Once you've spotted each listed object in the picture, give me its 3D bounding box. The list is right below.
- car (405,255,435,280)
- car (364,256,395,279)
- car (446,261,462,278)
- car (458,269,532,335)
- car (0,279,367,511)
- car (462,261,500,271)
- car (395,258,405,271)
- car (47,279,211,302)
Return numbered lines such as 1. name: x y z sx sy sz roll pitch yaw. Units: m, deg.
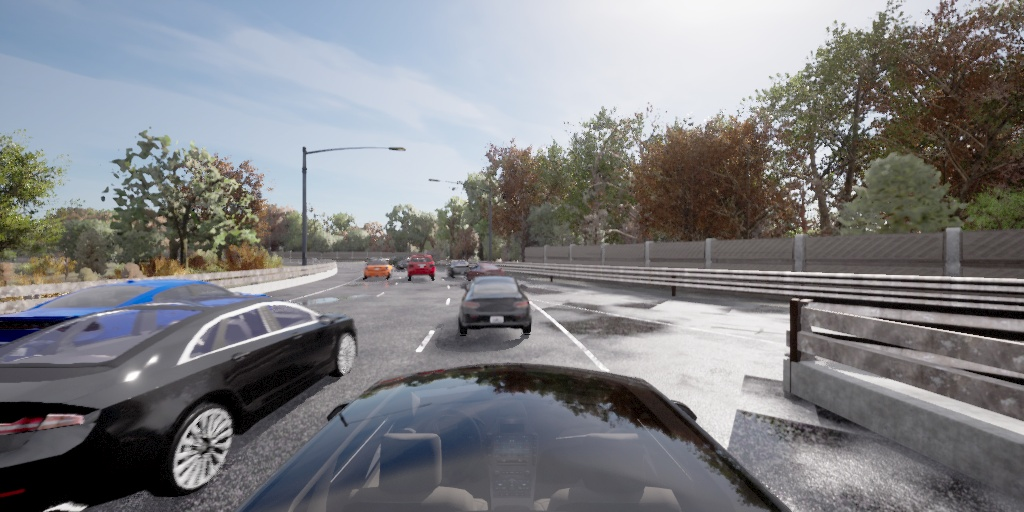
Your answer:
1. car: -7.983 0.965 31.307 2.150 2.045 5.566 0 0 -16
2. car: -11.849 1.095 31.860 2.097 1.767 4.553 0 0 -17
3. car: -4.949 1.234 33.237 2.128 1.511 4.902 0 0 -16
4. car: -0.523 1.275 10.438 1.812 1.442 4.674 0 0 -4
5. car: -3.580 1.241 4.426 2.128 1.511 4.902 0 0 -2
6. car: -2.014 1.270 26.537 1.812 1.442 4.674 0 0 -24
7. car: -14.809 1.340 48.868 1.895 1.301 4.718 0 0 -26
8. car: -7.266 1.226 7.599 1.882 1.535 5.008 0 0 -4
